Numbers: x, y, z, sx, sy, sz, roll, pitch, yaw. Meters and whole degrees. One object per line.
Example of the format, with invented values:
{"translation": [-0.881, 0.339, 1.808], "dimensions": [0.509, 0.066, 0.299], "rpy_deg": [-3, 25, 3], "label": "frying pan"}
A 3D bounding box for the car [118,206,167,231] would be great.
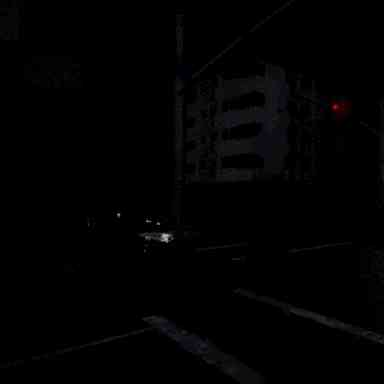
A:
{"translation": [-3.562, 1.790, 23.308], "dimensions": [1.837, 1.490, 4.892], "rpy_deg": [1, 0, -36], "label": "car"}
